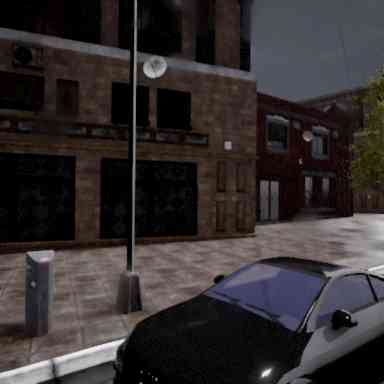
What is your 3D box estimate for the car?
[{"bbox_3d":[1.223,1.557,4.009,4.181,1.385,1.994,0,0,-36],"label":"car"}]
